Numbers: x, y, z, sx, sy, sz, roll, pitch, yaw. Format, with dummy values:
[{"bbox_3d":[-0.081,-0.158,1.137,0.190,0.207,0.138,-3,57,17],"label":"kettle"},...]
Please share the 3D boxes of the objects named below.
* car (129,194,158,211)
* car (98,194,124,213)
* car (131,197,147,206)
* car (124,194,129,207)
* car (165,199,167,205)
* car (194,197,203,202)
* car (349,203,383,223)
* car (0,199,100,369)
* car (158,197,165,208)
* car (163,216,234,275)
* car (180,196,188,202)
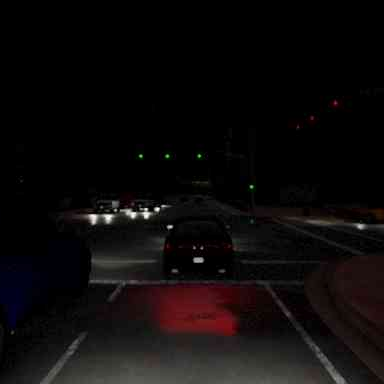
[{"bbox_3d":[-6.083,1.322,42.056,2.150,2.045,5.566,0,0,1],"label":"car"},{"bbox_3d":[-9.666,1.311,38.201,2.150,2.045,5.566,0,0,-1],"label":"car"},{"bbox_3d":[-9.263,1.617,58.625,1.882,1.535,5.008,0,0,2],"label":"car"},{"bbox_3d":[-9.472,1.337,48.547,2.150,2.045,5.566,0,0,1],"label":"car"},{"bbox_3d":[-5.695,1.712,61.713,1.994,1.385,4.181,0,0,0],"label":"car"},{"bbox_3d":[1.580,1.744,78.498,1.994,1.385,4.181,0,0,1],"label":"car"},{"bbox_3d":[14.700,1.544,25.418,5.008,1.535,1.882,0,0,1],"label":"car"},{"bbox_3d":[-3.391,1.232,5.366,2.150,2.045,5.566,0,0,0],"label":"car"},{"bbox_3d":[-5.912,1.476,51.745,2.097,1.767,4.553,0,0,1],"label":"car"},{"bbox_3d":[0.205,1.503,10.542,1.882,1.535,5.008,0,0,1],"label":"car"},{"bbox_3d":[-1.925,1.714,78.205,1.812,1.442,4.674,0,0,1],"label":"car"}]
